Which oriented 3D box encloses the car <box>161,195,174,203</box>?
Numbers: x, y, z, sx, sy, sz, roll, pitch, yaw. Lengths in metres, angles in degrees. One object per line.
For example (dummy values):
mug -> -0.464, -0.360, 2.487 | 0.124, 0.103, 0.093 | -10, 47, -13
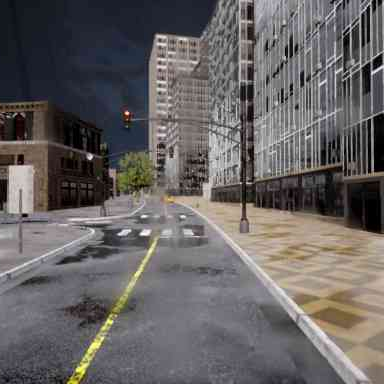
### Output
car -> -4.846, 1.466, 68.185 | 1.882, 1.535, 5.008 | 0, 0, -8
